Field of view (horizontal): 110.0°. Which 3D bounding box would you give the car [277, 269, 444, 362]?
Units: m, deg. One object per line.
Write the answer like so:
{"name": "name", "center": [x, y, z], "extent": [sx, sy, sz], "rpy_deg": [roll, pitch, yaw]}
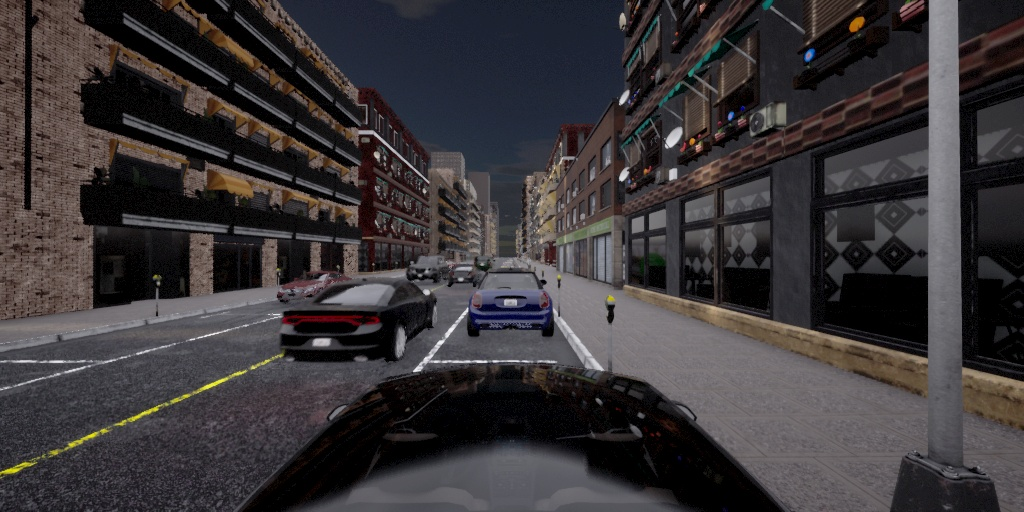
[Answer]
{"name": "car", "center": [-3.047, 1.228, 8.222], "extent": [1.882, 1.535, 5.008], "rpy_deg": [0, 0, 0]}

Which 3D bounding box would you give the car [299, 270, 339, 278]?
{"name": "car", "center": [-8.837, 1.333, 16.462], "extent": [1.802, 1.307, 4.207], "rpy_deg": [0, 0, 0]}

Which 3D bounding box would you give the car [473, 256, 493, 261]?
{"name": "car", "center": [-3.044, 0.970, 39.444], "extent": [2.150, 2.045, 5.566], "rpy_deg": [0, 0, 0]}

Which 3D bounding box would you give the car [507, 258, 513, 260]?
{"name": "car", "center": [-0.456, 1.275, 39.173], "extent": [1.751, 1.417, 4.829], "rpy_deg": [0, 0, 0]}

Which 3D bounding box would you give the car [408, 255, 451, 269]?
{"name": "car", "center": [-6.245, 0.972, 27.102], "extent": [2.150, 2.045, 5.566], "rpy_deg": [0, 0, 0]}

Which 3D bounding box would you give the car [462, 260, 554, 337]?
{"name": "car", "center": [-0.032, 1.103, 10.469], "extent": [2.097, 1.767, 4.553], "rpy_deg": [0, 0, 0]}

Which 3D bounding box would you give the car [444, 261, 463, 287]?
{"name": "car", "center": [-3.158, 1.276, 24.410], "extent": [1.812, 1.442, 4.674], "rpy_deg": [0, 0, 0]}
